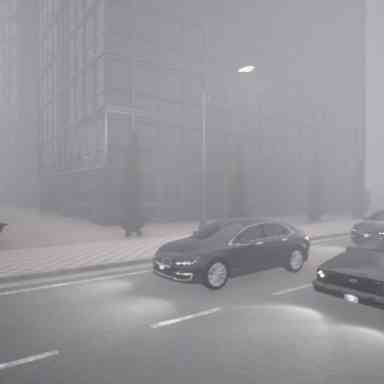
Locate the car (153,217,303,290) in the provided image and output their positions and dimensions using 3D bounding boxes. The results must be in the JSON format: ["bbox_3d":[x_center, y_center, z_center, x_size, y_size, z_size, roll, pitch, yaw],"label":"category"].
[{"bbox_3d":[1.268,1.507,9.194,4.892,1.490,1.837,0,0,-35],"label":"car"}]

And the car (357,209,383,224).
[{"bbox_3d":[8.928,1.512,14.650,4.892,1.490,1.837,0,0,-35],"label":"car"}]

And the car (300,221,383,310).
[{"bbox_3d":[5.066,1.551,7.603,5.357,1.411,2.033,0,0,-35],"label":"car"}]
